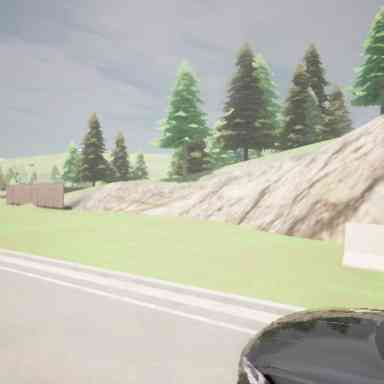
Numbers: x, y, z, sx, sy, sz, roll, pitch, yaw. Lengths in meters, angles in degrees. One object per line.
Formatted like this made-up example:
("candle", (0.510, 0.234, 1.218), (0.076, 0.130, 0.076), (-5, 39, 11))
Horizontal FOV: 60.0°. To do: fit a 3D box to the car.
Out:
("car", (2.607, 1.493, 2.026), (4.902, 1.511, 2.128), (0, 0, 37))
